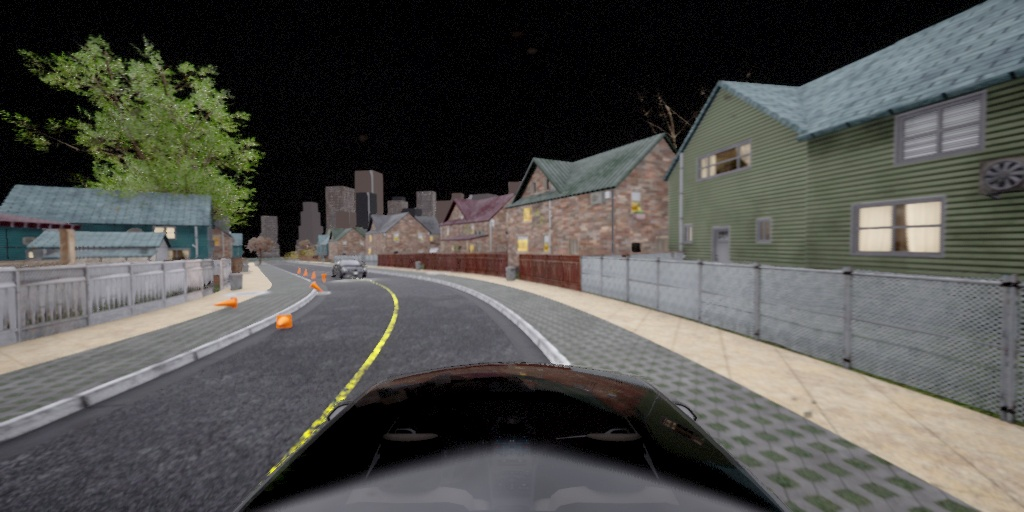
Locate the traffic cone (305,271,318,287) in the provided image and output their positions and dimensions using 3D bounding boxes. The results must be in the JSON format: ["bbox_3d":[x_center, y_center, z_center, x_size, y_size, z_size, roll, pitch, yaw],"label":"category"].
[{"bbox_3d":[-9.016,0.971,16.164,0.340,0.580,0.340,0,0,-31],"label":"traffic cone"}]

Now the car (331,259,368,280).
[{"bbox_3d":[-12.628,0.969,27.715,1.812,1.442,4.674,-2,1,-36],"label":"car"}]

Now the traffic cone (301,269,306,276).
[{"bbox_3d":[-18.309,1.463,31.841,0.340,0.580,0.340,0,0,-36],"label":"traffic cone"}]

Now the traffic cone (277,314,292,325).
[{"bbox_3d":[-5.934,1.413,9.355,0.340,0.580,0.340,0,0,-21],"label":"traffic cone"}]

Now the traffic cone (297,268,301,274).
[{"bbox_3d":[-21.264,1.468,35.877,0.340,0.580,0.340,0,0,-36],"label":"traffic cone"}]

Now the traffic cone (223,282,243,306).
[{"bbox_3d":[-9.218,1.253,11.902,0.340,0.580,0.340,0,0,-19],"label":"traffic cone"}]

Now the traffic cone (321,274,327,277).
[{"bbox_3d":[-11.915,0.871,22.727,0.340,0.580,0.340,0,0,-25],"label":"traffic cone"}]
